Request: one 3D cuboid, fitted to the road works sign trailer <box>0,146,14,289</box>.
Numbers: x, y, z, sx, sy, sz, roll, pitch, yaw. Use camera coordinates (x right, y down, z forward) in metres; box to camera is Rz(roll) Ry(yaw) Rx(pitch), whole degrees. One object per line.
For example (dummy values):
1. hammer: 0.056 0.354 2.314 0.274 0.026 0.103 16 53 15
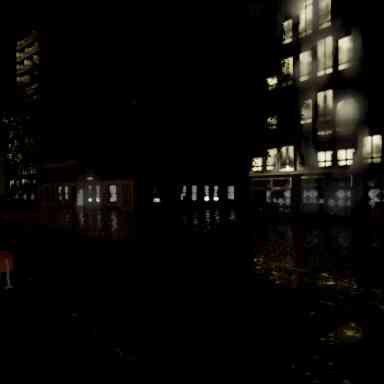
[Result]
1. road works sign trailer: -6.005 0.512 8.321 2.380 3.560 2.880 0 0 -40
